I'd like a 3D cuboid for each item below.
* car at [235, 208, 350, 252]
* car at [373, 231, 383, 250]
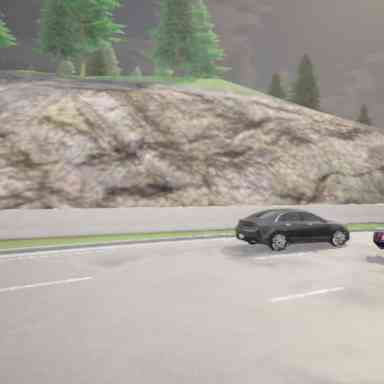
[{"bbox_3d":[4.116,1.426,13.434,4.892,1.490,1.837,0,0,-22],"label":"car"},{"bbox_3d":[8.610,1.561,11.115,4.718,1.301,1.895,0,0,-17],"label":"car"}]
